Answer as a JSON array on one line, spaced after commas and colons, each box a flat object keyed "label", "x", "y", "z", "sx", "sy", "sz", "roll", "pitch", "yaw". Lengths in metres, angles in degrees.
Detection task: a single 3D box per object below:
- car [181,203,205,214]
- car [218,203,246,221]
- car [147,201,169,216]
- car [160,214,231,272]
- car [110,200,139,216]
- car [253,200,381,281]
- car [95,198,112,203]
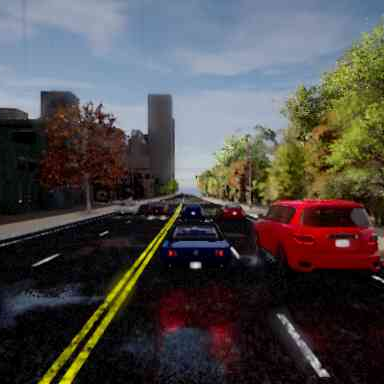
[{"label": "car", "x": 0.099, "y": 1.635, "z": 28.172, "sx": 1.994, "sy": 1.385, "sz": 4.181, "roll": 0, "pitch": 0, "yaw": 0}, {"label": "car", "x": 3.348, "y": 1.635, "z": 28.114, "sx": 1.994, "sy": 1.385, "sz": 4.181, "roll": 0, "pitch": 0, "yaw": 0}, {"label": "car", "x": -3.380, "y": 1.650, "z": 33.871, "sx": 1.994, "sy": 1.385, "sz": 4.181, "roll": 0, "pitch": 0, "yaw": 0}, {"label": "car", "x": 0.102, "y": 1.628, "z": 10.898, "sx": 1.895, "sy": 1.301, "sz": 4.718, "roll": 0, "pitch": 0, "yaw": 0}, {"label": "car", "x": -6.625, "y": 1.687, "z": 33.918, "sx": 1.895, "sy": 1.301, "sz": 4.718, "roll": 0, "pitch": 0, "yaw": 0}, {"label": "car", "x": 3.352, "y": 1.246, "z": 10.081, "sx": 2.150, "sy": 2.045, "sz": 5.566, "roll": 0, "pitch": 0, "yaw": 0}, {"label": "car", "x": -20.681, "y": 2.021, "z": 78.364, "sx": 4.313, "sy": 1.339, "sz": 1.947, "roll": -1, "pitch": 1, "yaw": -1}]
